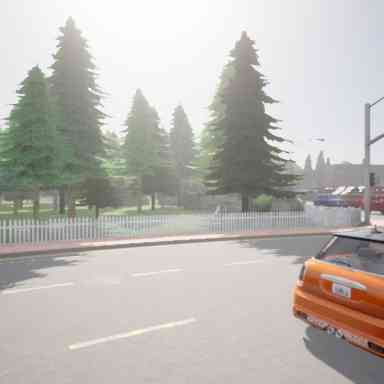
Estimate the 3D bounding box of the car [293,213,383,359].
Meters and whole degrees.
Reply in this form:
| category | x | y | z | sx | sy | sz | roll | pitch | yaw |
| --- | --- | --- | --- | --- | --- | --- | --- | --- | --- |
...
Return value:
| category | x | y | z | sx | sy | sz | roll | pitch | yaw |
| --- | --- | --- | --- | --- | --- | --- | --- | --- | --- |
| car | 3.939 | 1.350 | 5.443 | 4.553 | 1.767 | 2.097 | 0 | 0 | -26 |

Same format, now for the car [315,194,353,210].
| category | x | y | z | sx | sy | sz | roll | pitch | yaw |
| --- | --- | --- | --- | --- | --- | --- | --- | --- | --- |
| car | 17.999 | 1.266 | 43.463 | 2.150 | 2.045 | 5.566 | 0 | 0 | -8 |

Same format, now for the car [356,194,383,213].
| category | x | y | z | sx | sy | sz | roll | pitch | yaw |
| --- | --- | --- | --- | --- | --- | --- | --- | --- | --- |
| car | 19.364 | 1.267 | 33.197 | 2.150 | 2.045 | 5.566 | 0 | 0 | -8 |

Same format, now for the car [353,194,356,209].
| category | x | y | z | sx | sy | sz | roll | pitch | yaw |
| --- | --- | --- | --- | --- | --- | --- | --- | --- | --- |
| car | 21.650 | 1.265 | 44.132 | 2.150 | 2.045 | 5.566 | 0 | 0 | -7 |
